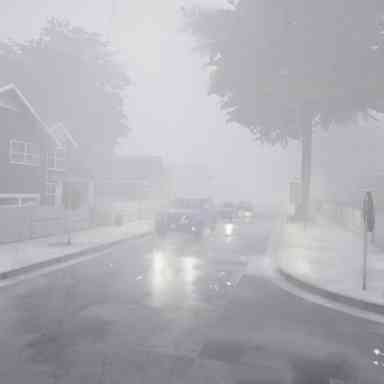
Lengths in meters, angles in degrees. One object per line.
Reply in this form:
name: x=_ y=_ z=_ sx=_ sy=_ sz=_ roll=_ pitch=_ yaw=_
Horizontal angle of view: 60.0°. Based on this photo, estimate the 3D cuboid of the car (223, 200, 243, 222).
car: x=2.715 y=1.548 z=27.762 sx=1.882 sy=1.535 sz=5.008 roll=1 pitch=0 yaw=16

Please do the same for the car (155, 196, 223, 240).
car: x=-0.106 y=1.238 z=17.831 sx=2.150 sy=2.045 sz=5.566 roll=1 pitch=0 yaw=16

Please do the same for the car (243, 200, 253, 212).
car: x=6.347 y=1.702 z=40.481 sx=1.994 sy=1.385 sz=4.181 roll=1 pitch=0 yaw=16
